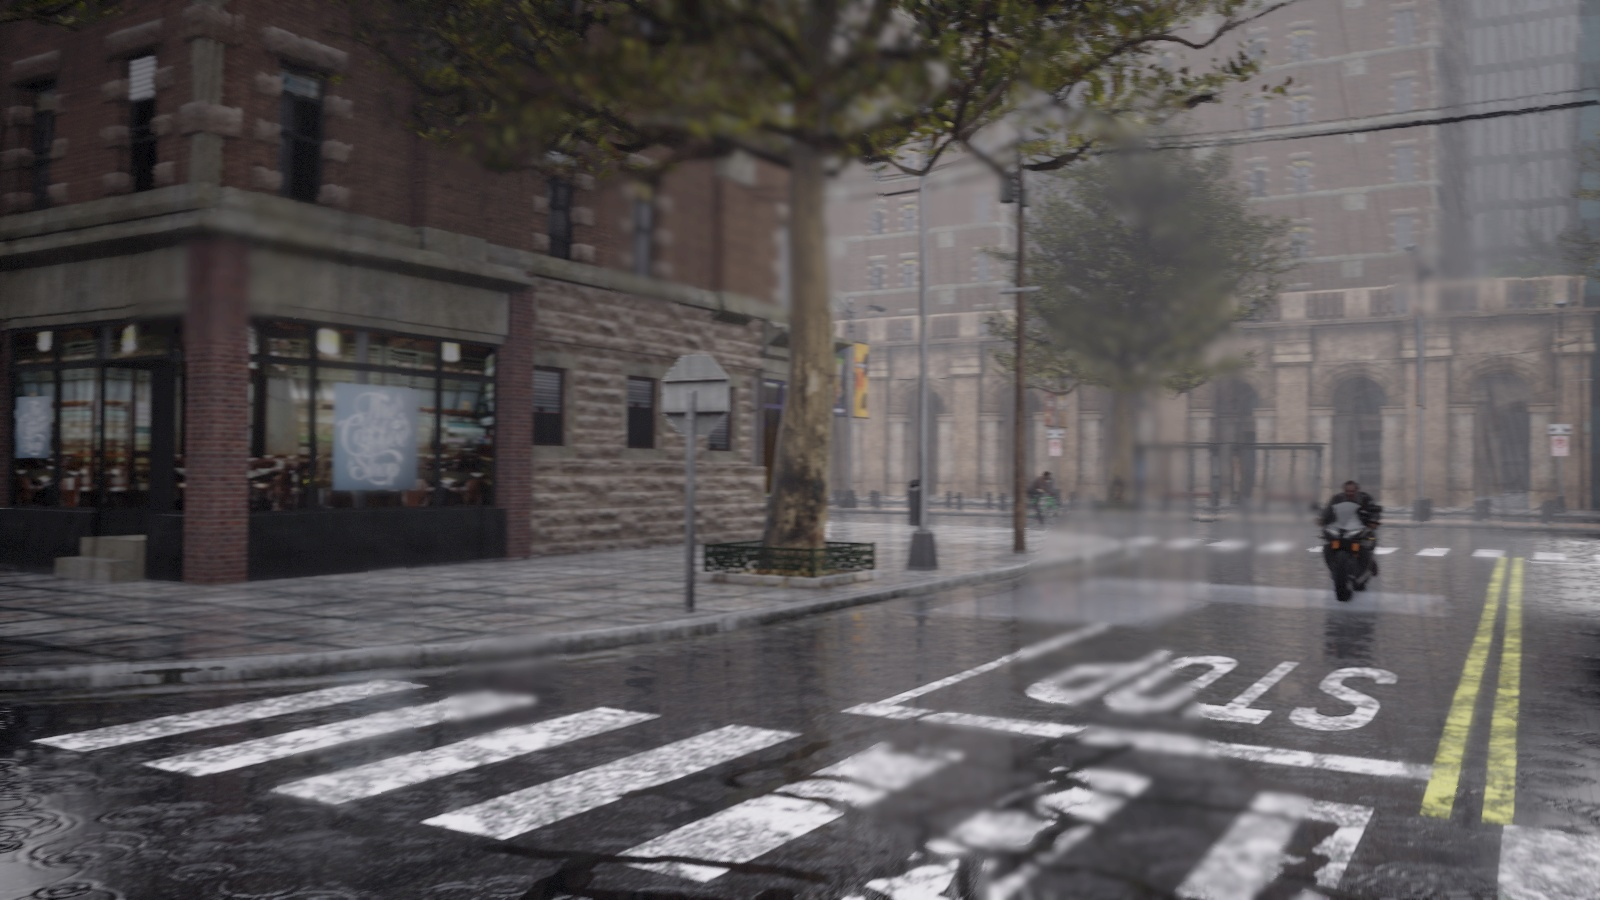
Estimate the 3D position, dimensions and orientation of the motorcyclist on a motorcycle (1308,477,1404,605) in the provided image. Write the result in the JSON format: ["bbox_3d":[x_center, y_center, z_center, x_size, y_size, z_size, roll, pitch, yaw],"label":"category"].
[{"bbox_3d":[7.221,1.119,16.246,0.866,1.530,2.191,-1,-1,31],"label":"motorcyclist on a motorcycle"}]

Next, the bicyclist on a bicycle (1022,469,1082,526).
[{"bbox_3d":[7.427,1.388,37.045,1.656,1.620,0.582,0,-1,31],"label":"bicyclist on a bicycle"}]
